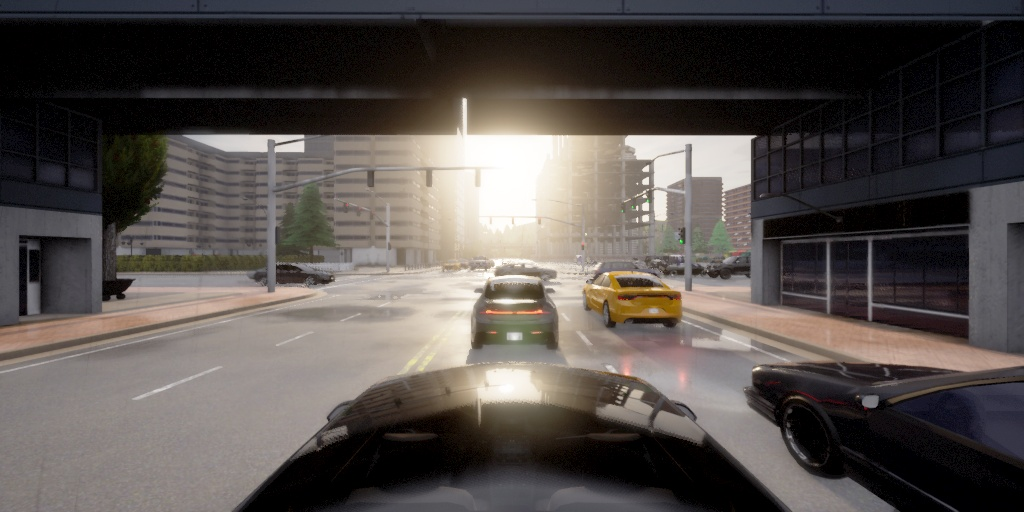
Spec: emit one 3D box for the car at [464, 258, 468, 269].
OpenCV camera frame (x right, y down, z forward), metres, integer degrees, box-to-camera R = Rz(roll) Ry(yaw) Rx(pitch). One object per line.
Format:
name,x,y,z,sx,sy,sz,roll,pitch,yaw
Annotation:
car,-8.044,1.227,57.229,1.882,1.535,5.008,0,0,0

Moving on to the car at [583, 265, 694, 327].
car,3.578,1.228,11.495,1.882,1.535,5.008,0,0,0

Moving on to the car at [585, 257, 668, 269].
car,7.635,1.102,24.222,4.553,1.767,2.097,0,0,0

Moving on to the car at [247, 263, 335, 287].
car,-14.458,1.254,23.986,4.892,1.490,1.837,0,0,-1

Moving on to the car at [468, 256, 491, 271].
car,-4.508,0.971,50.539,2.150,2.045,5.566,0,0,0

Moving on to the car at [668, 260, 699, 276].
car,16.890,1.351,34.896,4.718,1.301,1.895,0,0,0

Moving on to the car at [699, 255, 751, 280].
car,19.903,0.971,31.357,5.566,2.045,2.150,0,0,1

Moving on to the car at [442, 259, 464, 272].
car,-7.992,1.227,47.657,1.882,1.535,5.008,0,0,0

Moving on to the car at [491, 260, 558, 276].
car,1.065,1.241,27.672,4.902,1.511,2.128,0,0,-1

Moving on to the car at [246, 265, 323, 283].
car,-17.322,1.351,27.458,4.718,1.301,1.895,0,0,-1

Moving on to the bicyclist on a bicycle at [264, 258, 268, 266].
bicyclist on a bicycle,-25.997,1.050,38.388,0.582,1.620,1.656,0,0,0

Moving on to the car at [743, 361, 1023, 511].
car,3.600,1.297,1.668,2.033,1.411,5.357,0,0,0

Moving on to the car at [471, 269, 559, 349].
car,0.066,1.255,9.124,1.837,1.490,4.892,0,0,0
